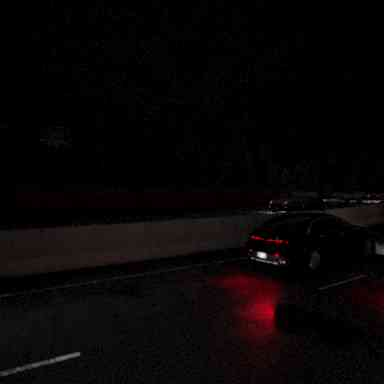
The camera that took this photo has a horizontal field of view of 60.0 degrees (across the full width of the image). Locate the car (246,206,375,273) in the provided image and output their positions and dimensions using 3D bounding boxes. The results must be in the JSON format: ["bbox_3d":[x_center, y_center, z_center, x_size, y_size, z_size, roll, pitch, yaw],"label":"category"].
[{"bbox_3d":[3.840,1.409,10.400,4.892,1.490,1.837,-1,1,-36],"label":"car"}]

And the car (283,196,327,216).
[{"bbox_3d":[10.301,1.199,30.200,1.882,1.535,5.008,0,1,43],"label":"car"}]
